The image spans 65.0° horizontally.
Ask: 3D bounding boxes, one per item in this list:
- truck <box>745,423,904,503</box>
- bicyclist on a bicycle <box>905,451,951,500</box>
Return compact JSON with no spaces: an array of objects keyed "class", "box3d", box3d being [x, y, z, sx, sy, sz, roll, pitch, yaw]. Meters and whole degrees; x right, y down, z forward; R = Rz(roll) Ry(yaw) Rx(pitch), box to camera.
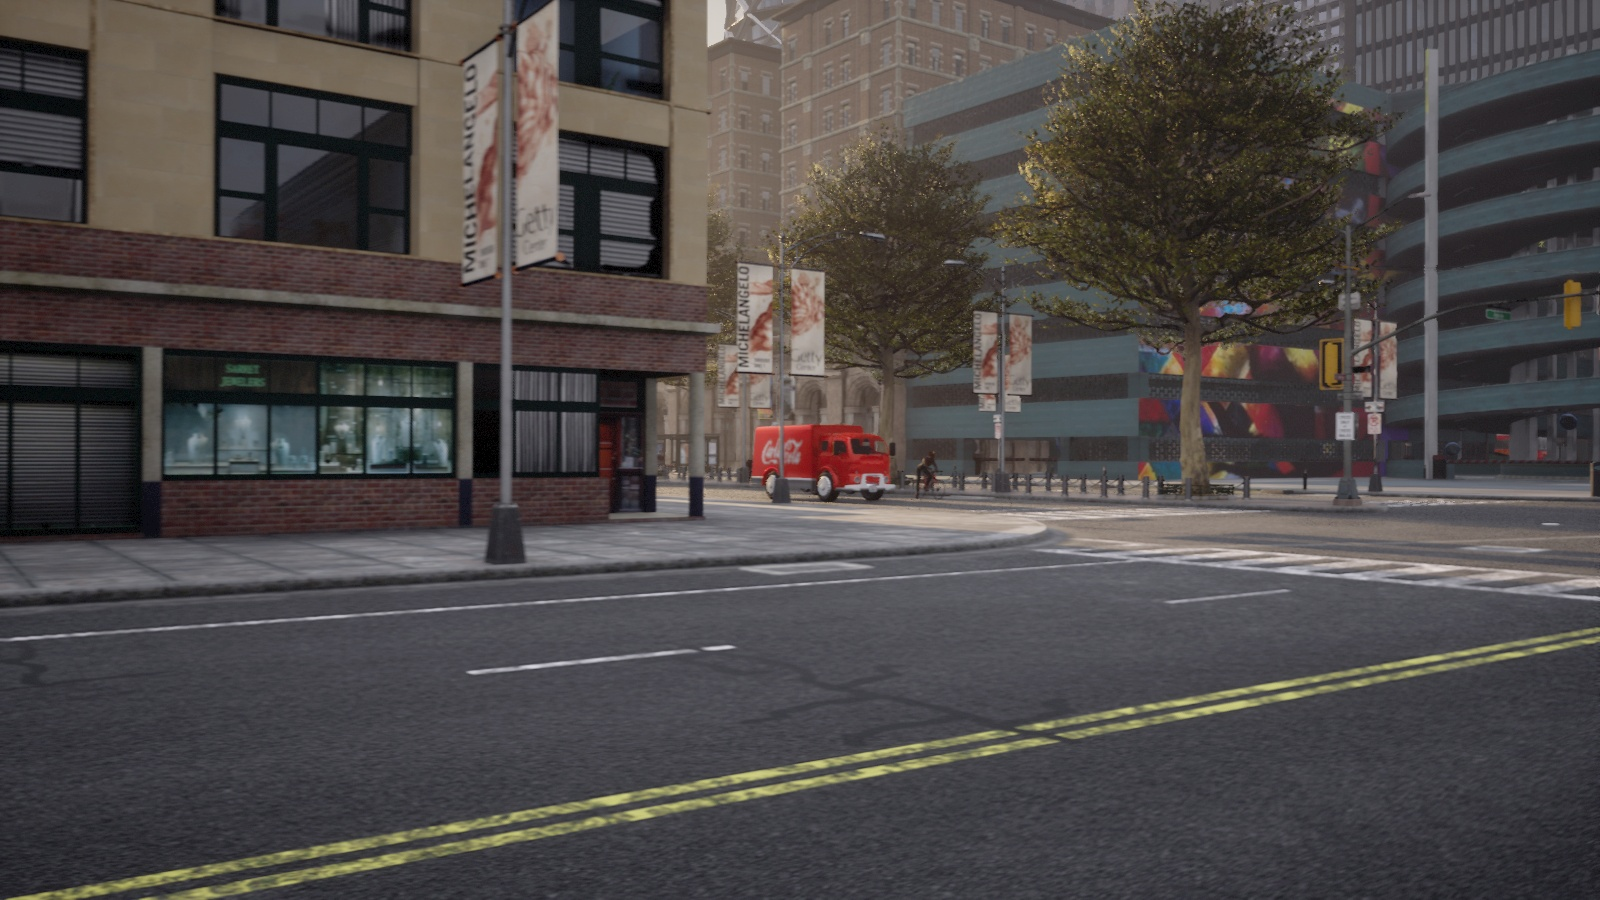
[{"class":"truck","box3d":[0.725,0.405,41.381,2.627,2.467,5.204,0,0,-35]},{"class":"bicyclist on a bicycle","box3d":[4.310,0.846,42.463,0.582,1.620,1.656,0,0,-35]}]
